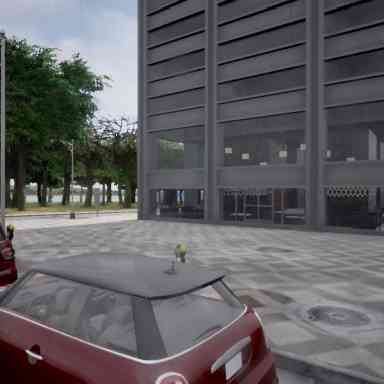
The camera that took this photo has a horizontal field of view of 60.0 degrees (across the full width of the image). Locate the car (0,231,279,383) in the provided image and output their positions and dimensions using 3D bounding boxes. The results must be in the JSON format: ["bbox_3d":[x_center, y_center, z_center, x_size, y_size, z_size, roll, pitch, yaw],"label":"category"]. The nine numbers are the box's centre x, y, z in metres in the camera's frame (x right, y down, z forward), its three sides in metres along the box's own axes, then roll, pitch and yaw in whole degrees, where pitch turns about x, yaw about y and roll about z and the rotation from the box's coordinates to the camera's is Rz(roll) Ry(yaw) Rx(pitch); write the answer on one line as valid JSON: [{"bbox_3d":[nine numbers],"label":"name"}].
[{"bbox_3d":[-1.237,1.440,3.842,4.097,1.590,1.967,0,0,35],"label":"car"}]

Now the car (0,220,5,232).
[{"bbox_3d":[-5.666,1.315,6.997,5.009,1.841,2.192,0,0,35],"label":"car"}]
